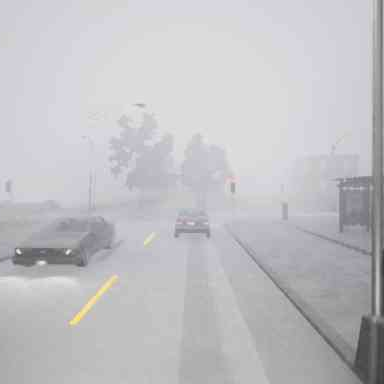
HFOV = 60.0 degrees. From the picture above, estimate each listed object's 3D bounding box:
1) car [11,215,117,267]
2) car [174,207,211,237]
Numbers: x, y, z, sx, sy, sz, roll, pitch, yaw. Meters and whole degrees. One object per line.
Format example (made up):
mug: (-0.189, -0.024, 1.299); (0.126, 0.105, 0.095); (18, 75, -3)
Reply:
car: (-4.037, 1.526, 11.621); (2.033, 1.411, 5.357); (0, 0, 1)
car: (0.051, 1.515, 17.949); (2.033, 1.411, 5.357); (0, 0, 1)
